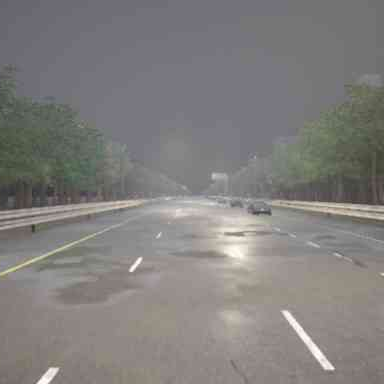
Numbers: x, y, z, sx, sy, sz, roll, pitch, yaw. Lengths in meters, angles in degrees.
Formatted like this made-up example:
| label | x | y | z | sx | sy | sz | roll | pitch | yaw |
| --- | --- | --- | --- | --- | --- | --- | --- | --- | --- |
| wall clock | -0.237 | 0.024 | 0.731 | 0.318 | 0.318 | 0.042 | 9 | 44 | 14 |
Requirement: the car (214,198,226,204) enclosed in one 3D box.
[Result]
| label | x | y | z | sx | sy | sz | roll | pitch | yaw |
| --- | --- | --- | --- | --- | --- | --- | --- | --- | --- |
| car | 7.357 | 2.161 | 82.841 | 1.994 | 1.385 | 4.181 | 0 | -1 | 1 |

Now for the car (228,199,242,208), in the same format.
| label | x | y | z | sx | sy | sz | roll | pitch | yaw |
| --- | --- | --- | --- | --- | --- | --- | --- | --- | --- |
| car | 7.153 | 1.851 | 54.986 | 1.837 | 1.490 | 4.892 | 0 | -1 | 0 |

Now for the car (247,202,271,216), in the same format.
| label | x | y | z | sx | sy | sz | roll | pitch | yaw |
| --- | --- | --- | --- | --- | --- | --- | --- | --- | --- |
| car | 7.061 | 1.738 | 35.260 | 1.994 | 1.385 | 4.181 | 0 | -1 | 0 |
